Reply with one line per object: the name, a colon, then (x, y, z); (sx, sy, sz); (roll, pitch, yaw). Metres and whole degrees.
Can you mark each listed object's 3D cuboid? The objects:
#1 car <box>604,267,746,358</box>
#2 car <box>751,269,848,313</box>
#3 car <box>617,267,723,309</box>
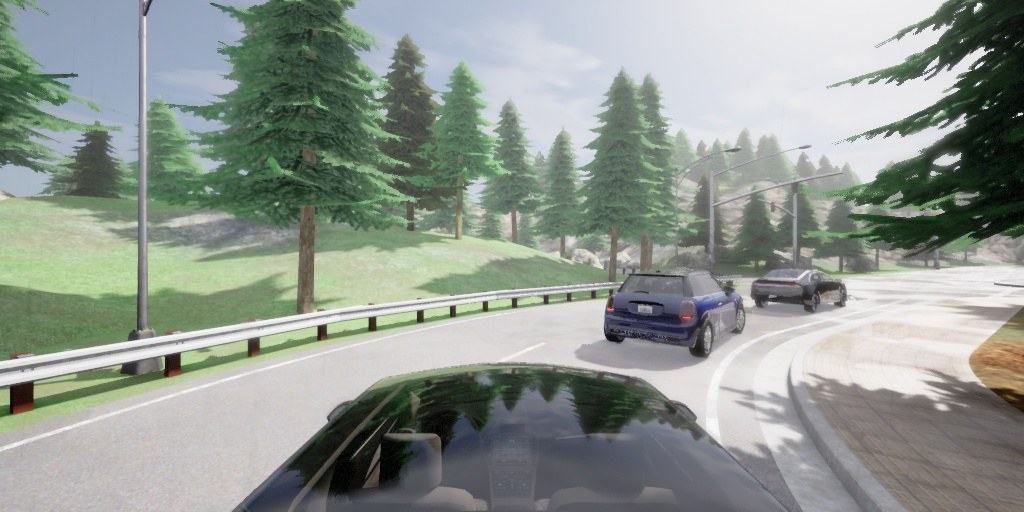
car: (4.162, 1.109, 8.877); (2.097, 1.767, 4.553); (0, 0, 43)
car: (11.341, 1.256, 14.091); (4.902, 1.511, 2.128); (0, 0, -32)
car: (6.995, 1.273, 15.637); (4.892, 1.490, 1.837); (1, 0, -33)
